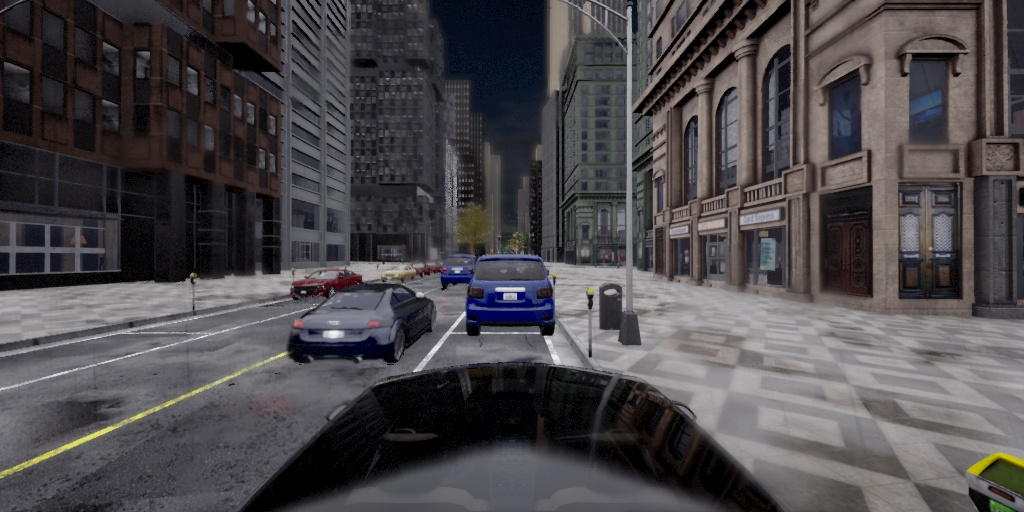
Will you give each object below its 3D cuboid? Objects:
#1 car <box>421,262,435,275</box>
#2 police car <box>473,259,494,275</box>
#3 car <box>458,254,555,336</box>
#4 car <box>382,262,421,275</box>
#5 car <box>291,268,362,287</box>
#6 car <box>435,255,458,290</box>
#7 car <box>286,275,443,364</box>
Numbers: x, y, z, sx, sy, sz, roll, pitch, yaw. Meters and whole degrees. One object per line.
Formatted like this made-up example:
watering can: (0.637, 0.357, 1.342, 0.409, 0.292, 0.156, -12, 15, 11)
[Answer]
car: (-8.922, 1.298, 34.154, 1.888, 1.381, 4.507, 0, 0, 0)
police car: (-3.146, 1.179, 40.279, 1.930, 1.638, 5.238, 0, 0, 0)
car: (-0.039, 0.979, 10.530, 2.150, 2.045, 5.566, 0, 0, 0)
car: (-8.921, 1.278, 28.459, 1.751, 1.417, 4.829, 0, 0, 0)
car: (-8.919, 1.296, 17.578, 1.888, 1.381, 4.507, 0, 0, 0)
car: (-3.050, 0.973, 22.787, 2.150, 2.045, 5.566, 0, 0, 0)
car: (-3.045, 1.314, 8.122, 1.994, 1.385, 4.181, 0, 0, 0)
